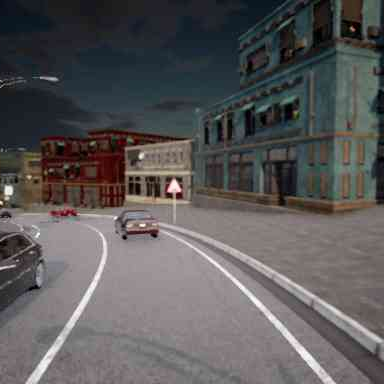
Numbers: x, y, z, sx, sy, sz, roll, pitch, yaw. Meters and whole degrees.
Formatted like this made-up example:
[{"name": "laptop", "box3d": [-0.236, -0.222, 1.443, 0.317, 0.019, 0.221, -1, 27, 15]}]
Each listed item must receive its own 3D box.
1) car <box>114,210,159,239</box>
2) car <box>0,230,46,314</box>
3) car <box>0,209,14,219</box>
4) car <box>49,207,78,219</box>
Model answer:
[{"name": "car", "box3d": [-3.161, 1.686, 18.340, 2.033, 1.411, 5.357, -1, 0, -18]}, {"name": "car", "box3d": [-4.270, 1.568, 6.353, 1.837, 1.490, 4.892, 0, -1, -9]}, {"name": "car", "box3d": [-25.916, 2.973, 44.563, 5.357, 1.411, 2.033, -4, 1, 40]}, {"name": "car", "box3d": [-15.390, 2.396, 39.560, 1.895, 1.301, 4.718, -3, 0, -41]}]
